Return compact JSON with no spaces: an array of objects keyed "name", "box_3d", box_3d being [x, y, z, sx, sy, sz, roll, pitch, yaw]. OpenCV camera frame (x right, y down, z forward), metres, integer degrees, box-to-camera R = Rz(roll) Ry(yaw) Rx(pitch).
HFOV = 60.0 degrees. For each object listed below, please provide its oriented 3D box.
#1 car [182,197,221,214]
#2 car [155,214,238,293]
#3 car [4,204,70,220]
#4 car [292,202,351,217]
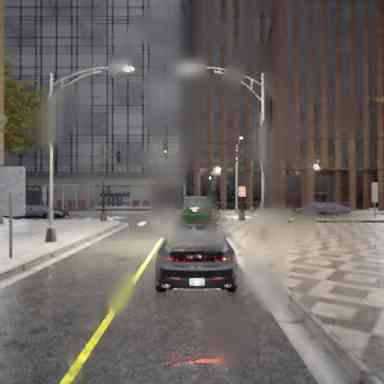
[{"name":"car","box_3d":[0.764,1.378,25.746,2.150,2.045,5.566,-1,0,12]},{"name":"car","box_3d":[0.094,1.559,9.035,1.837,1.490,4.892,0,0,0]},{"name":"car","box_3d":[-13.845,1.786,29.764,5.357,1.411,2.033,0,0,1]},{"name":"car","box_3d":[12.787,1.690,32.949,5.357,1.411,2.033,0,0,0]}]
